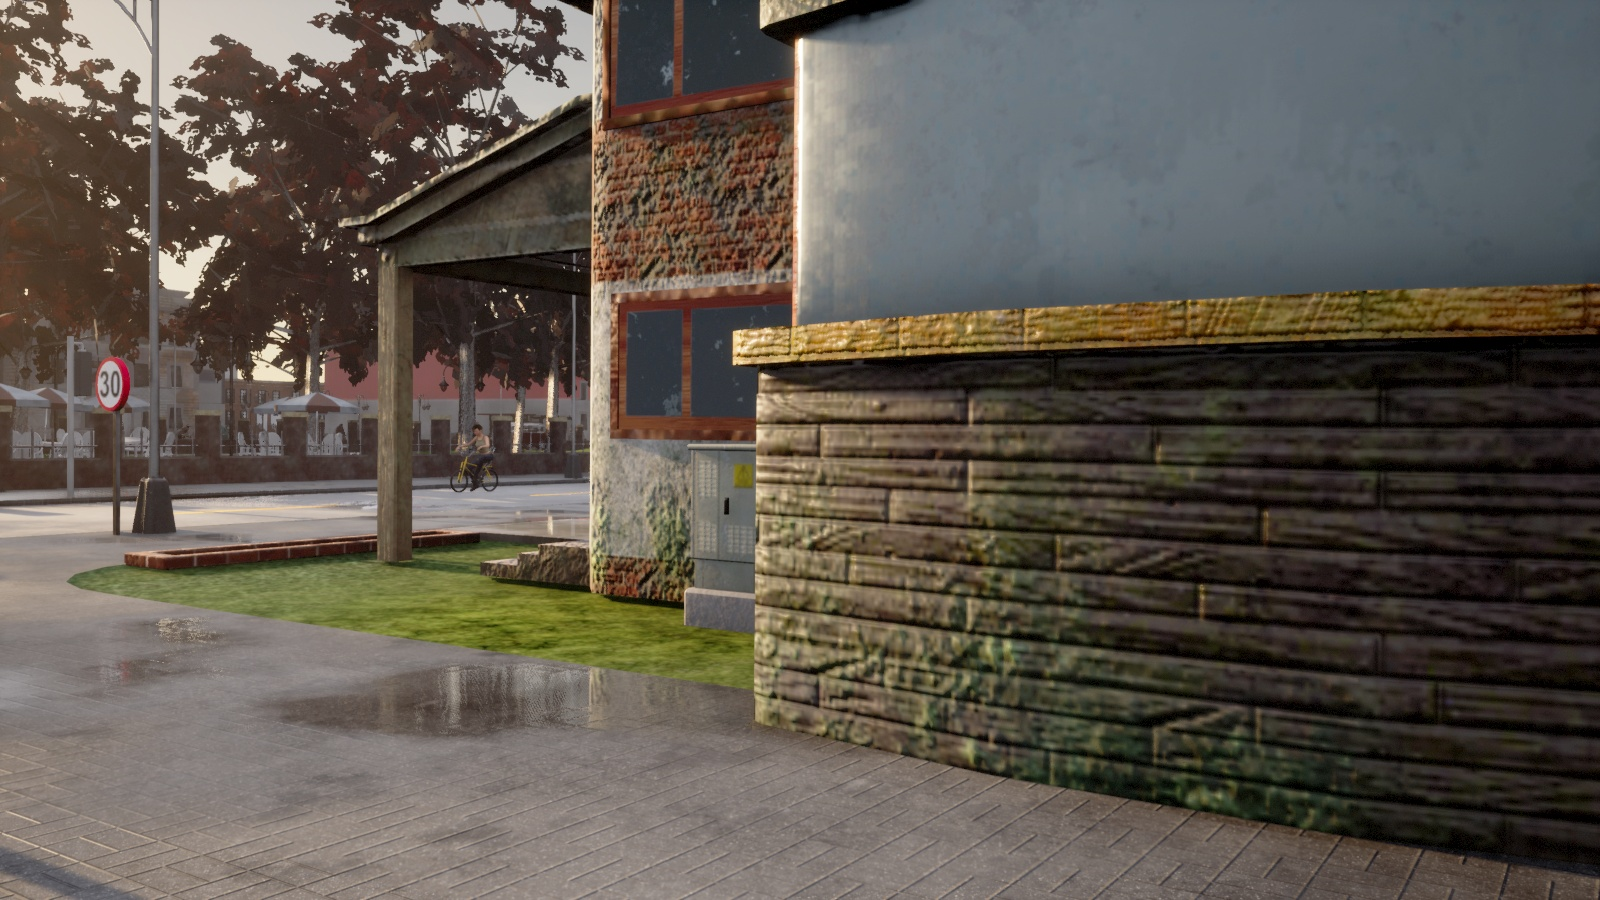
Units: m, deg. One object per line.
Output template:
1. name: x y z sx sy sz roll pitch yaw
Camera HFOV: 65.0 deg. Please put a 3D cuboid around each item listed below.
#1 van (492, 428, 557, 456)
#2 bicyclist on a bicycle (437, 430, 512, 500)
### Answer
1. van: -20.294 -0.626 92.631 2.069 2.038 4.480 0 1 33
2. bicyclist on a bicycle: -7.672 0.332 29.653 0.866 1.612 1.509 0 1 32
